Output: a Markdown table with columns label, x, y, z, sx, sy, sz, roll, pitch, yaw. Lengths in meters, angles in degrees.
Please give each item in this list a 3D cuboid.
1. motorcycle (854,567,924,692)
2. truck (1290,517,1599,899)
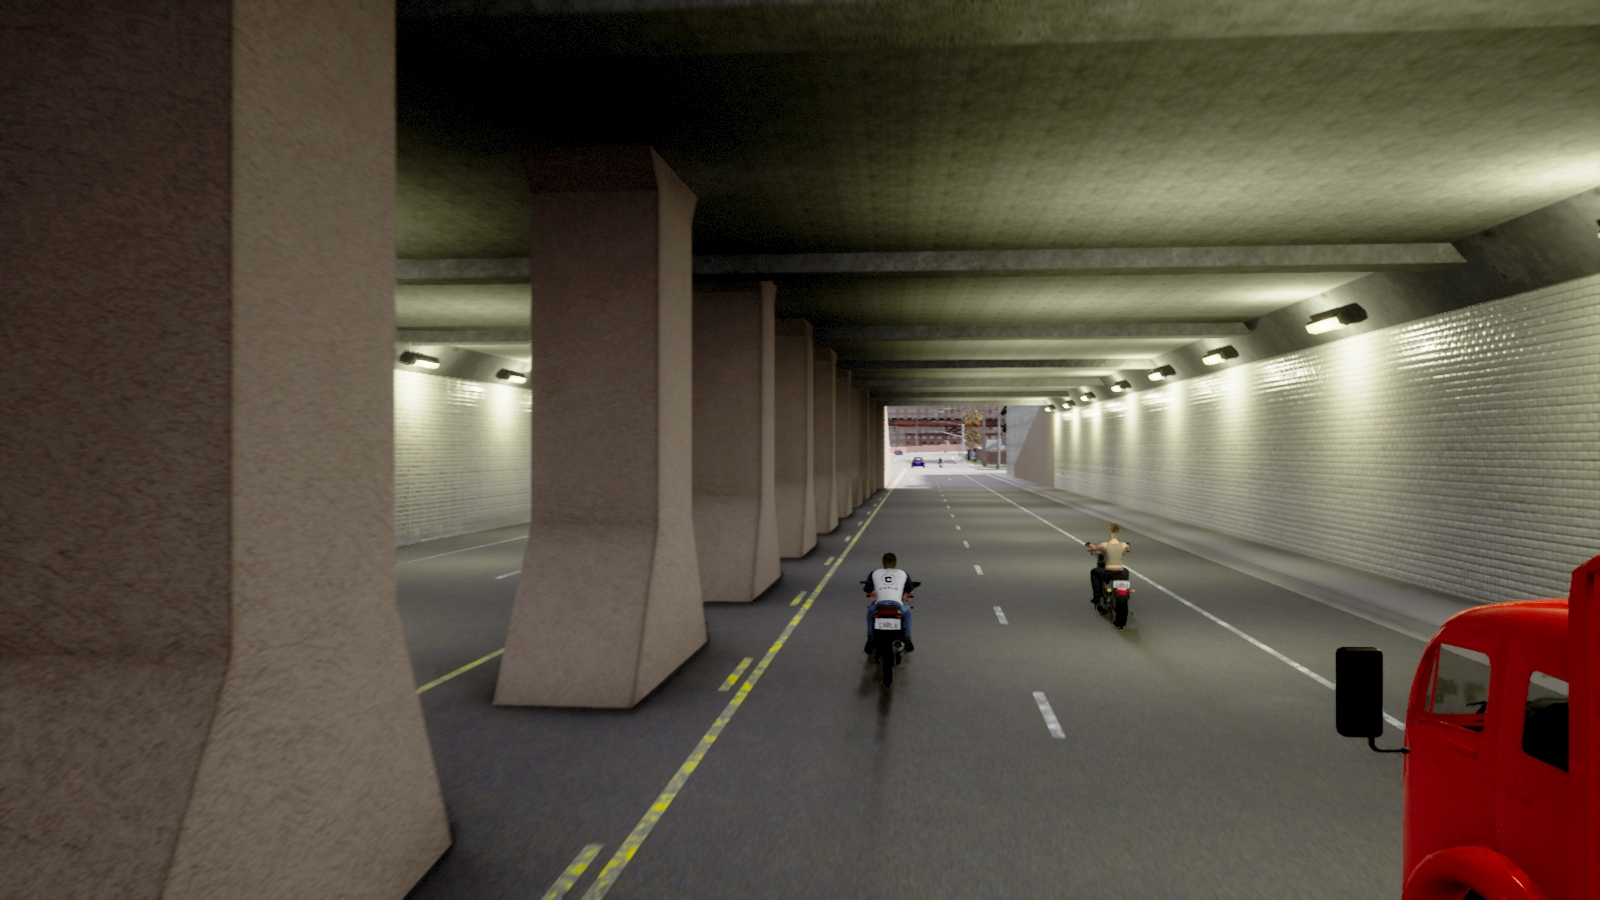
| label | x | y | z | sx | sy | sz | roll | pitch | yaw |
| --- | --- | --- | --- | --- | --- | --- | --- | --- | --- |
| motorcycle | 1.127 | 2.174 | 14.198 | 0.803 | 1.224 | 2.033 | 0 | 0 | 6 |
| truck | 3.653 | 1.570 | 3.117 | 2.627 | 2.467 | 5.204 | 0 | 0 | 3 |
